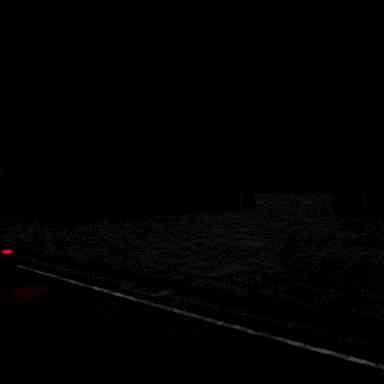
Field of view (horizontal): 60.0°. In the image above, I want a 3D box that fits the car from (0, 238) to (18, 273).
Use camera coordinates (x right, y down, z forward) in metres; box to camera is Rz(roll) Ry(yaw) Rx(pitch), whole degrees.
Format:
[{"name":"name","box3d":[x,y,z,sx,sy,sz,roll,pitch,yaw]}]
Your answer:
[{"name":"car","box3d":[-6.819,1.501,9.135,5.357,1.411,2.033,0,0,38]}]
